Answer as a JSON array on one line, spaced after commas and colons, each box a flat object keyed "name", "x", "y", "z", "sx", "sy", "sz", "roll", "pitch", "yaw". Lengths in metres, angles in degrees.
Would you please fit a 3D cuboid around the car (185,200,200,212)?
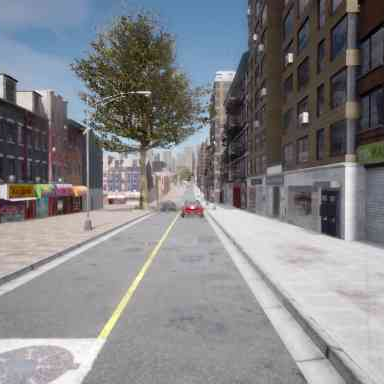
[{"name": "car", "x": 0.021, "y": 1.789, "z": 43.945, "sx": 1.837, "sy": 1.490, "sz": 4.892, "roll": 0, "pitch": -1, "yaw": 0}]

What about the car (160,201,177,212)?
[{"name": "car", "x": -2.926, "y": 1.810, "z": 42.299, "sx": 2.033, "sy": 1.411, "sz": 5.357, "roll": 0, "pitch": -1, "yaw": 0}]

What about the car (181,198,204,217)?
[{"name": "car", "x": 0.033, "y": 1.508, "z": 33.097, "sx": 2.097, "sy": 1.767, "sz": 4.553, "roll": 0, "pitch": -1, "yaw": 0}]
